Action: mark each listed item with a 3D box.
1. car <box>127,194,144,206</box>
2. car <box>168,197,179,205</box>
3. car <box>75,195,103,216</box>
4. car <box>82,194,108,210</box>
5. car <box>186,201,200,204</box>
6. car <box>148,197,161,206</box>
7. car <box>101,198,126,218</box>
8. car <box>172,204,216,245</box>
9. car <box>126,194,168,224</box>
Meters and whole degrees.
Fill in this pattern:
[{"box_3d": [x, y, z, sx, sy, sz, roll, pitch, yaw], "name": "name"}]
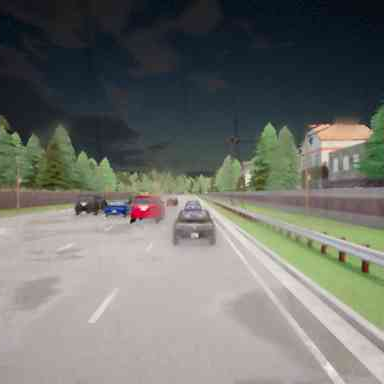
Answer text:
[{"box_3d": [-10.394, 1.420, 61.862, 2.150, 2.045, 5.566, 0, 0, 0], "name": "car"}, {"box_3d": [-3.394, 1.667, 58.718, 1.882, 1.535, 5.008, 0, 0, 0], "name": "car"}, {"box_3d": [-10.395, 1.332, 34.682, 2.150, 2.045, 5.566, 0, 0, 0], "name": "car"}, {"box_3d": [-13.892, 1.377, 48.066, 2.150, 2.045, 5.566, 0, 0, 0], "name": "car"}, {"box_3d": [0.102, 1.667, 37.081, 2.033, 1.411, 5.357, 0, 0, 0], "name": "car"}, {"box_3d": [-6.896, 1.726, 61.931, 1.812, 1.442, 4.674, 0, 0, 0], "name": "car"}, {"box_3d": [-6.896, 1.581, 31.930, 1.882, 1.535, 5.008, 0, 0, 0], "name": "car"}, {"box_3d": [0.101, 1.544, 15.871, 2.128, 1.511, 4.902, 0, 0, 0], "name": "car"}, {"box_3d": [-3.399, 1.306, 26.102, 2.150, 2.045, 5.566, 0, 0, 0], "name": "car"}]
